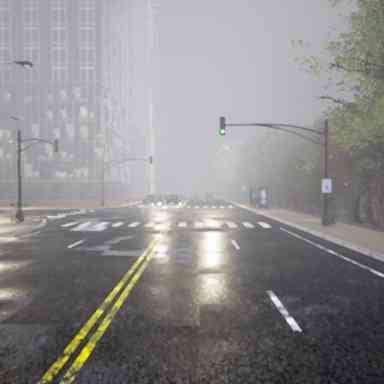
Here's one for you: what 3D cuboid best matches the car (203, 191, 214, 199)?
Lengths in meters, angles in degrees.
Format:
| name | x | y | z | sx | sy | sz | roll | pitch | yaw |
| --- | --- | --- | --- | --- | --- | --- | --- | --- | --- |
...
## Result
| name | x | y | z | sx | sy | sz | roll | pitch | yaw |
| --- | --- | --- | --- | --- | --- | --- | --- | --- | --- |
| car | 4.000 | 0.660 | 78.423 | 2.097 | 1.767 | 4.553 | 0 | 1 | 1 |

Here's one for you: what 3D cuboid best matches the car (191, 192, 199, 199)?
| name | x | y | z | sx | sy | sz | roll | pitch | yaw |
| --- | --- | --- | --- | --- | --- | --- | --- | --- | --- |
| car | 0.750 | 0.856 | 78.486 | 1.994 | 1.385 | 4.181 | 0 | 1 | 1 |

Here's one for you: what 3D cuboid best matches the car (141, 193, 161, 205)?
| name | x | y | z | sx | sy | sz | roll | pitch | yaw |
| --- | --- | --- | --- | --- | --- | --- | --- | --- | --- |
| car | -6.117 | 1.089 | 49.243 | 1.812 | 1.442 | 4.674 | 0 | 1 | 2 |

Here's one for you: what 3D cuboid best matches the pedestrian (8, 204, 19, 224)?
| name | x | y | z | sx | sy | sz | roll | pitch | yaw |
| --- | --- | --- | --- | --- | --- | --- | --- | --- | --- |
| pedestrian | -10.771 | 1.244 | 20.059 | 0.375 | 1.300 | 0.375 | 0 | 1 | 1 |

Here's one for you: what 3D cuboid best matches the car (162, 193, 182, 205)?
| name | x | y | z | sx | sy | sz | roll | pitch | yaw |
| --- | --- | --- | --- | --- | --- | --- | --- | --- | --- |
| car | -2.868 | 1.039 | 49.506 | 1.882 | 1.535 | 5.008 | 0 | 1 | 1 |

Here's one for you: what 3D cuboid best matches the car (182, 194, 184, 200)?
| name | x | y | z | sx | sy | sz | roll | pitch | yaw |
| --- | --- | --- | --- | --- | --- | --- | --- | --- | --- |
| car | -2.747 | 1.080 | 58.849 | 1.895 | 1.301 | 4.718 | 0 | 1 | 1 |

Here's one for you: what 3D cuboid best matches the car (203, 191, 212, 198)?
| name | x | y | z | sx | sy | sz | roll | pitch | yaw |
| --- | --- | --- | --- | --- | --- | --- | --- | --- | --- |
| car | 4.095 | 0.555 | 88.453 | 2.097 | 1.767 | 4.553 | 0 | 1 | 1 |

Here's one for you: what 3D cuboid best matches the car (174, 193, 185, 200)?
| name | x | y | z | sx | sy | sz | roll | pitch | yaw |
| --- | --- | --- | --- | --- | --- | --- | --- | --- | --- |
| car | -2.594 | 0.951 | 68.754 | 1.994 | 1.385 | 4.181 | 0 | 1 | 1 |

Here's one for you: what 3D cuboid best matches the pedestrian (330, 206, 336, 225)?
| name | x | y | z | sx | sy | sz | roll | pitch | yaw |
| --- | --- | --- | --- | --- | --- | --- | --- | --- | --- |
| pedestrian | 8.217 | 1.351 | 19.278 | 0.500 | 1.100 | 0.500 | 0 | 1 | 1 |

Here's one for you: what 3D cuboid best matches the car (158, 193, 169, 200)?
| name | x | y | z | sx | sy | sz | roll | pitch | yaw |
| --- | --- | --- | --- | --- | --- | --- | --- | --- | --- |
| car | -5.845 | 0.991 | 68.580 | 1.895 | 1.301 | 4.718 | 0 | 1 | 1 |

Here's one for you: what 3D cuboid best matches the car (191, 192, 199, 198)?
| name | x | y | z | sx | sy | sz | roll | pitch | yaw |
| --- | --- | --- | --- | --- | --- | --- | --- | --- | --- |
| car | 0.846 | 0.739 | 88.516 | 2.033 | 1.411 | 5.357 | 0 | 1 | 1 |
